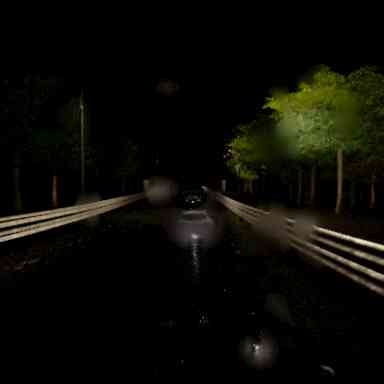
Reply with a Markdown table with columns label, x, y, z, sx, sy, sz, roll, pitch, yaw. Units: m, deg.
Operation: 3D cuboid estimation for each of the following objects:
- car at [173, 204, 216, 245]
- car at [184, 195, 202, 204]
| label | x | y | z | sx | sy | sz | roll | pitch | yaw |
| --- | --- | --- | --- | --- | --- | --- | --- | --- | --- |
| car | 0.105 | 1.545 | 15.666 | 1.812 | 1.442 | 4.674 | 0 | 1 | 0 |
| car | 0.103 | 0.981 | 37.726 | 1.994 | 1.385 | 4.181 | 0 | 2 | 0 |
